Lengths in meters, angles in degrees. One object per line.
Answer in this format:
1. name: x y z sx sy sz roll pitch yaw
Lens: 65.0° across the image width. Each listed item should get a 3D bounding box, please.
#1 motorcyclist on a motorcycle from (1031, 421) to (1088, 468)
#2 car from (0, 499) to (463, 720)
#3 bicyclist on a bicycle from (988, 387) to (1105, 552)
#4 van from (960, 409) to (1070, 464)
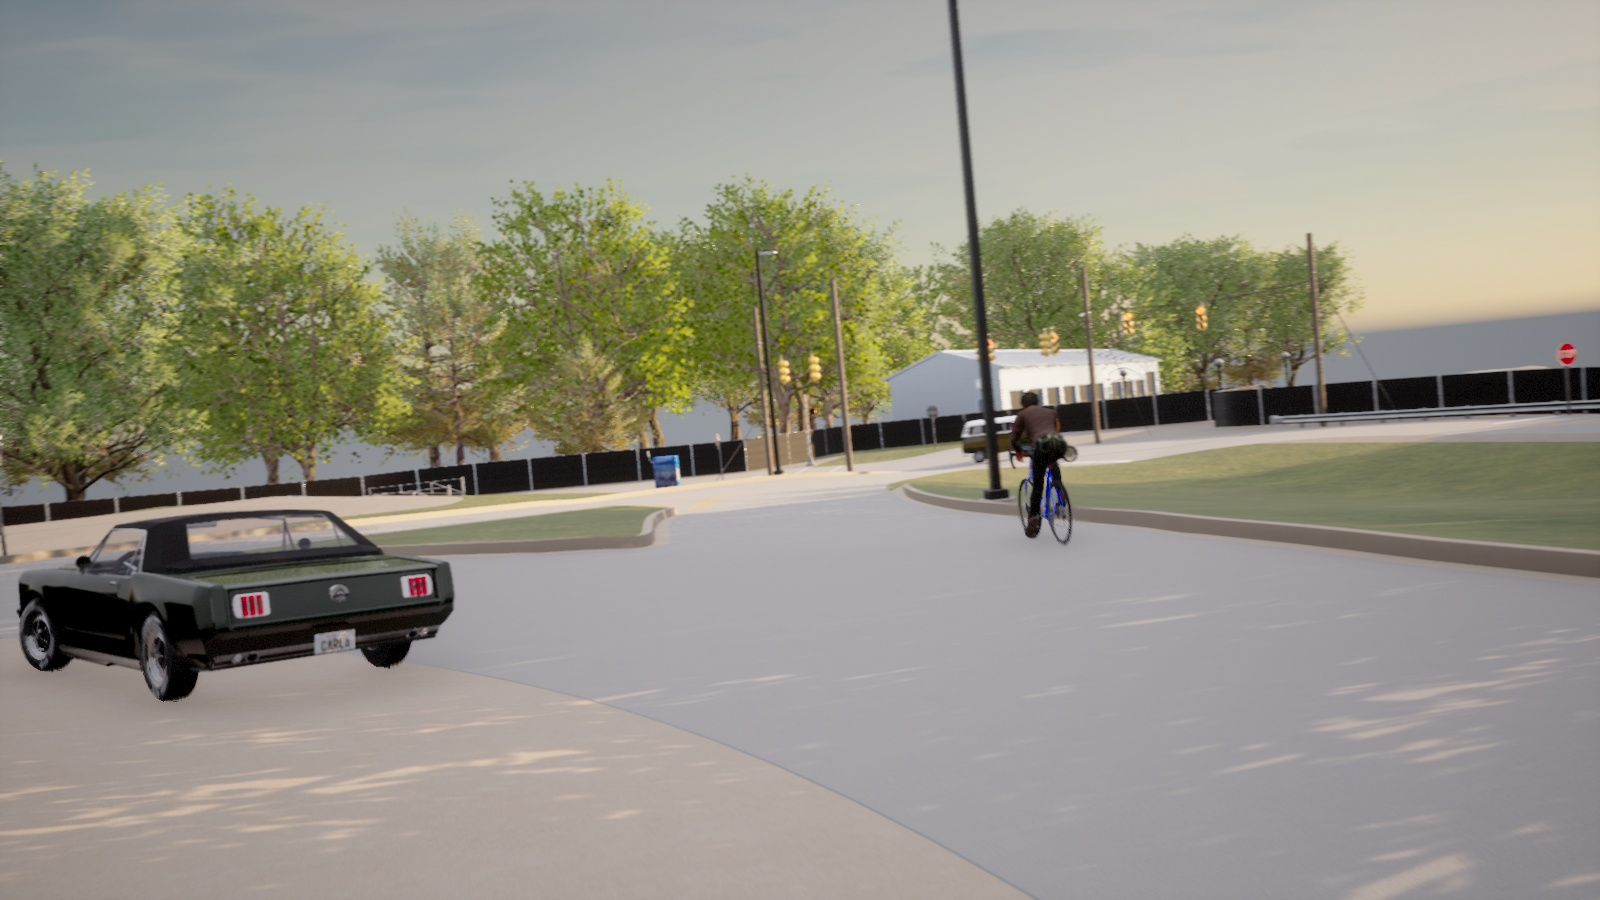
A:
1. motorcyclist on a motorcycle: 10.387 -0.229 50.231 2.350 1.649 0.766 -6 3 -37
2. car: -4.887 1.147 10.298 4.718 1.301 1.895 -4 -1 44
3. bicyclist on a bicycle: 2.615 0.187 13.487 0.582 1.620 1.656 -5 1 -8
4. van: 10.211 -0.615 59.740 4.480 2.038 2.069 -7 1 32
